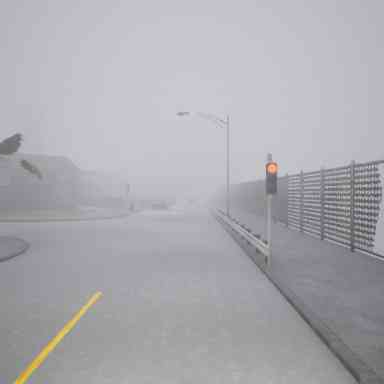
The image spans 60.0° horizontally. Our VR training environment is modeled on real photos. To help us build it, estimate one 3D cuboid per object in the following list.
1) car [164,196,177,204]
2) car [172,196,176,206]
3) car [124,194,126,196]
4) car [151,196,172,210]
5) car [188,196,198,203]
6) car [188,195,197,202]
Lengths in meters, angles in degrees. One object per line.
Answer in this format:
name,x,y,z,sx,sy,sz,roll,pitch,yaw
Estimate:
car,-3.999,1.547,62.952,2.033,1.411,5.357,0,0,0
car,-4.041,1.505,52.496,1.837,1.490,4.892,0,0,0
car,-17.204,1.134,78.223,3.633,1.501,1.845,0,0,0
car,-4.058,1.478,42.778,1.882,1.535,5.008,0,0,0
car,0.168,1.547,67.996,2.033,1.411,5.357,0,0,-1
car,0.074,1.540,78.624,2.033,1.411,5.357,0,0,0
